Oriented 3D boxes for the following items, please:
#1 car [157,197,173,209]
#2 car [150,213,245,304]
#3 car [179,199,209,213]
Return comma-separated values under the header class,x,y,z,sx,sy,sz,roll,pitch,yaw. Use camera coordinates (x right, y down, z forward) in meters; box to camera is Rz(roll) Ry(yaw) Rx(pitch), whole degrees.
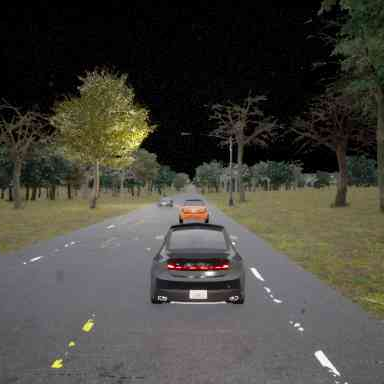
class,x,y,z,sx,sy,sz,roll,pitch,yaw
car,-3.491,1.372,44.037,2.128,1.511,4.902,0,0,0
car,0.116,1.502,8.112,1.837,1.490,4.892,0,0,0
car,0.149,1.321,25.050,2.097,1.767,4.553,0,0,0
